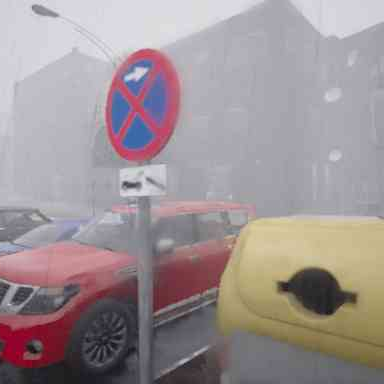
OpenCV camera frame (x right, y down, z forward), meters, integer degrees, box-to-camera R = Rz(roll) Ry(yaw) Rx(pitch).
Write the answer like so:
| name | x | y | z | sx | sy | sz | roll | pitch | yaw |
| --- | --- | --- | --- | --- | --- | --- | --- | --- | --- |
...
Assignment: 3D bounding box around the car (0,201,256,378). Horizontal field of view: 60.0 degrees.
| name | x | y | z | sx | sy | sz | roll | pitch | yaw |
| --- | --- | --- | --- | --- | --- | --- | --- | --- | --- |
| car | -0.705 | 1.218 | 6.074 | 2.435 | 2.045 | 5.566 | 2 | 1 | 40 |
